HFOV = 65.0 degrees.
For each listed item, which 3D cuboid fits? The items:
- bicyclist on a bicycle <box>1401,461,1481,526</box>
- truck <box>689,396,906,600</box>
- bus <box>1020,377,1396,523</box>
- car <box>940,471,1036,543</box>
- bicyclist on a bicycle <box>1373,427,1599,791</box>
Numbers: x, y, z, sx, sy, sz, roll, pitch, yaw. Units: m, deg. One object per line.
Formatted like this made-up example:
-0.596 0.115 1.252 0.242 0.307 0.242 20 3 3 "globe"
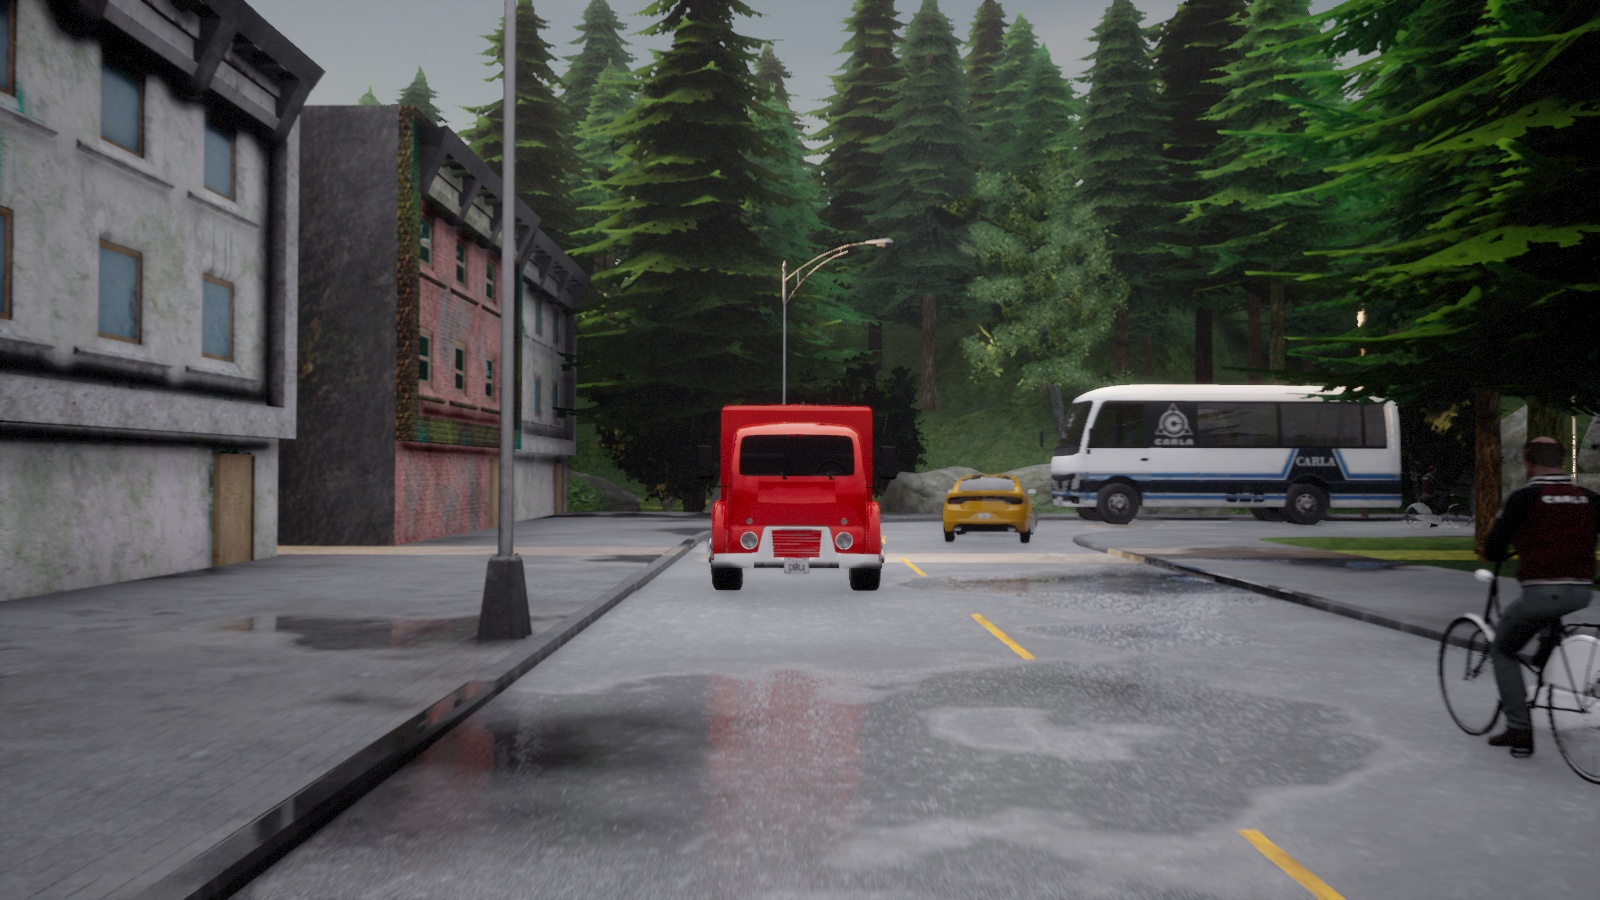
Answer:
17.781 1.197 34.849 1.843 1.776 0.659 0 -1 -2 "bicyclist on a bicycle"
-0.050 0.627 17.844 2.627 2.467 5.204 0 -1 0 "truck"
12.334 0.039 38.812 10.273 4.253 3.944 0 -1 -1 "bus"
4.507 1.270 29.567 1.882 1.535 5.008 -1 -1 12 "car"
3.982 0.788 7.064 0.659 1.776 1.843 0 -1 0 "bicyclist on a bicycle"
